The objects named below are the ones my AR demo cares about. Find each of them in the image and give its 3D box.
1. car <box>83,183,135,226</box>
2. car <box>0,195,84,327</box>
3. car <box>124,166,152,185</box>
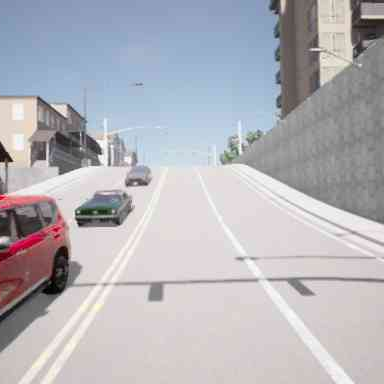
[{"bbox_3d":[-4.046,0.627,15.898,1.895,1.301,4.718,-1,7,-2],"label":"car"},{"bbox_3d":[-3.706,1.156,5.299,2.150,2.045,5.566,-1,3,-2],"label":"car"},{"bbox_3d":[-4.465,-1.507,28.348,2.033,1.411,5.357,-1,10,-1],"label":"car"}]
